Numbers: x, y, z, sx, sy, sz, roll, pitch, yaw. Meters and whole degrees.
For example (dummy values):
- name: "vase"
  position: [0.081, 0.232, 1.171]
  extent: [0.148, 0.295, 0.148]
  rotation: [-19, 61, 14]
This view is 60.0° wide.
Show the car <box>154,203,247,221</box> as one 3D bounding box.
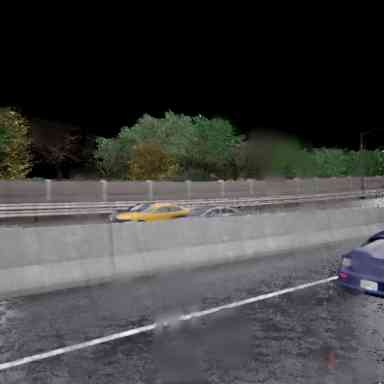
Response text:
- name: "car"
  position: [0.821, 1.473, 17.473]
  extent: [4.902, 1.511, 2.128]
  rotation: [0, 0, -35]

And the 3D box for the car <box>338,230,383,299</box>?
- name: "car"
  position: [5.078, 1.515, 7.367]
  extent: [4.674, 1.442, 1.812]
  rotation: [0, 0, -35]

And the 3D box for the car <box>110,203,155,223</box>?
- name: "car"
  position: [-1.999, 1.463, 19.762]
  extent: [5.008, 1.535, 1.882]
  rotation: [0, 0, -35]
